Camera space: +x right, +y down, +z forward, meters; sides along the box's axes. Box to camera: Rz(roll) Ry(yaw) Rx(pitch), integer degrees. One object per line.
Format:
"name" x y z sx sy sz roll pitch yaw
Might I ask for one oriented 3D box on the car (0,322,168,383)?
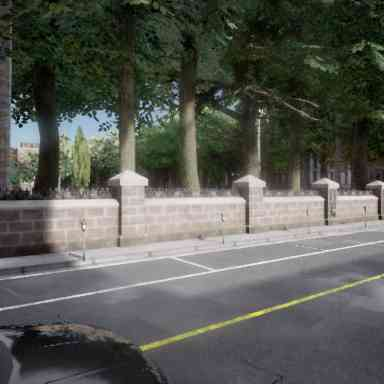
"car" -2.365 1.492 1.635 4.902 1.511 2.128 0 0 -35
